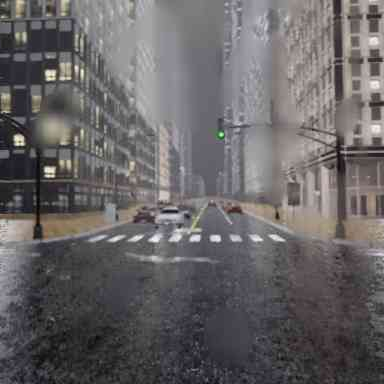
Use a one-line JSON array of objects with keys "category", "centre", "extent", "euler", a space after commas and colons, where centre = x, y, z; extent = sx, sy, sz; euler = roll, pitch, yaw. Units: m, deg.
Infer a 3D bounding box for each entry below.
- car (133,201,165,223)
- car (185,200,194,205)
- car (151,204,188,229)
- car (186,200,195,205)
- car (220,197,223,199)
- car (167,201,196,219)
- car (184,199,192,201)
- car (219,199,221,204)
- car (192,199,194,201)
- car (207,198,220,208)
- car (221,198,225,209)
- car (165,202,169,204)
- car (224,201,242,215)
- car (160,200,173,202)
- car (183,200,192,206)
[{"category": "car", "centre": [-3.878, 1.866, 29.343], "extent": [1.967, 1.590, 4.097], "euler": [1, -1, 3]}, {"category": "car", "centre": [-0.690, 2.673, 84.997], "extent": [2.008, 1.369, 4.403], "euler": [1, -1, 3]}, {"category": "car", "centre": [-1.571, 1.866, 24.675], "extent": [1.812, 1.442, 4.674], "euler": [-1, -1, 3]}, {"category": "car", "centre": [-0.372, 2.759, 90.563], "extent": [1.947, 1.339, 4.313], "euler": [1, -1, 3]}, {"category": "car", "centre": [7.999, 2.645, 90.166], "extent": [1.887, 1.381, 4.507], "euler": [0, -1, 3]}, {"category": "car", "centre": [-1.014, 2.009, 34.322], "extent": [2.033, 1.411, 5.357], "euler": [-1, -1, 3]}, {"category": "car", "centre": [-1.647, 2.458, 68.300], "extent": [1.887, 1.381, 4.507], "euler": [1, -1, 3]}, {"category": "car", "centre": [6.085, 2.247, 56.760], "extent": [1.947, 1.339, 4.313], "euler": [0, -1, 3]}, {"category": "car", "centre": [-1.328, 2.534, 73.866], "extent": [2.008, 1.369, 4.403], "euler": [1, -1, 3]}, {"category": "car", "centre": [3.971, 2.367, 65.664], "extent": [2.033, 1.411, 5.357], "euler": [-1, -1, 3]}, {"category": "car", "centre": [5.776, 2.139, 51.363], "extent": [1.752, 1.417, 4.829], "euler": [0, -1, 3]}, {"category": "car", "centre": [-3.561, 2.077, 34.907], "extent": [1.802, 1.307, 4.206], "euler": [1, -1, 3]}, {"category": "car", "centre": [5.127, 2.054, 40.056], "extent": [1.802, 1.307, 4.206], "euler": [0, -1, 3]}, {"category": "car", "centre": [-3.239, 1.880, 40.475], "extent": [2.192, 1.841, 5.009], "euler": [1, -1, 3]}, {"category": "car", "centre": [-1.009, 2.597, 79.432], "extent": [1.887, 1.381, 4.507], "euler": [1, -1, 3]}]
